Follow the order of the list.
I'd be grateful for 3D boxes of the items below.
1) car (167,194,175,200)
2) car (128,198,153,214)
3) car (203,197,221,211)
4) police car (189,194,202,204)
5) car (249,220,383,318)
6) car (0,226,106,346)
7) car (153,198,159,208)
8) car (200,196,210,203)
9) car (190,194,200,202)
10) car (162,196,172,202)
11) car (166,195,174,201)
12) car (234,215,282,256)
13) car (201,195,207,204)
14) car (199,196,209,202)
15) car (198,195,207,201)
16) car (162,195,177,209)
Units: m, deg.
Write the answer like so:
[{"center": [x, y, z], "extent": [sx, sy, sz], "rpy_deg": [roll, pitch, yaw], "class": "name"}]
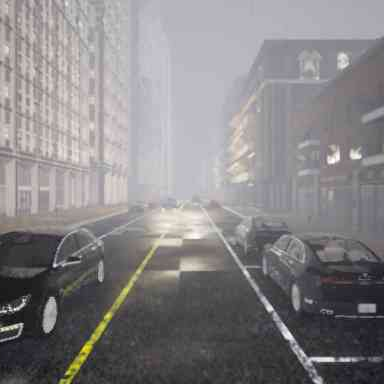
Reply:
[{"center": [-5.705, 1.477, 92.021], "extent": [1.967, 1.590, 4.097], "rpy_deg": [0, 0, 0], "class": "car"}, {"center": [-5.694, 1.552, 35.535], "extent": [2.008, 1.369, 4.403], "rpy_deg": [0, 0, 0], "class": "car"}, {"center": [2.685, 1.585, 41.185], "extent": [1.802, 1.307, 4.206], "rpy_deg": [0, 0, 0], "class": "car"}, {"center": [0.890, 1.439, 64.600], "extent": [1.930, 1.638, 5.238], "rpy_deg": [0, 0, 0], "class": "police car"}, {"center": [2.691, 1.550, 7.294], "extent": [2.008, 1.369, 4.403], "rpy_deg": [0, 0, 0], "class": "car"}, {"center": [-3.090, 1.505, 6.626], "extent": [1.837, 1.490, 4.892], "rpy_deg": [0, 0, 0], "class": "car"}, {"center": [-5.696, 1.550, 46.833], "extent": [1.887, 1.381, 4.507], "rpy_deg": [0, 0, 0], "class": "car"}, {"center": [2.680, 1.542, 69.597], "extent": [1.752, 1.417, 4.829], "rpy_deg": [0, 0, 0], "class": "car"}, {"center": [0.679, 1.373, 74.461], "extent": [2.097, 1.767, 4.553], "rpy_deg": [0, 0, 0], "class": "car"}, {"center": [-5.702, 1.587, 75.075], "extent": [1.947, 1.339, 4.313], "rpy_deg": [0, 0, 0], "class": "car"}, {"center": [-5.703, 1.582, 86.372], "extent": [2.008, 1.369, 4.403], "rpy_deg": [0, 0, 0], "class": "car"}, {"center": [2.691, 1.550, 12.942], "extent": [2.008, 1.369, 4.403], "rpy_deg": [0, 0, 0], "class": "car"}, {"center": [2.684, 1.445, 46.834], "extent": [1.967, 1.590, 4.097], "rpy_deg": [0, 0, 0], "class": "car"}, {"center": [2.680, 1.587, 75.077], "extent": [1.947, 1.339, 4.313], "rpy_deg": [0, 0, 0], "class": "car"}, {"center": [2.677, 1.582, 86.374], "extent": [2.008, 1.369, 4.403], "rpy_deg": [0, 0, 0], "class": "car"}, {"center": [-3.088, 1.482, 46.472], "extent": [1.882, 1.535, 5.008], "rpy_deg": [0, 0, 0], "class": "car"}]
